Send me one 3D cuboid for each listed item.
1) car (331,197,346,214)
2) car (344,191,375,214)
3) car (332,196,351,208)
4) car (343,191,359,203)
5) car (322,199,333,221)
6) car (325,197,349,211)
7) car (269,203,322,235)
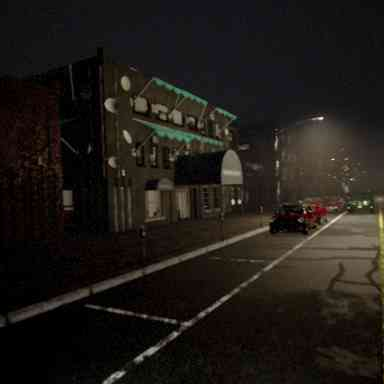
[{"bbox_3d":[13.804,1.398,32.956,1.802,1.307,4.206,-3,-1,29],"label":"car"},{"bbox_3d":[16.250,0.947,31.950,2.150,2.045,5.566,-2,-1,30],"label":"car"},{"bbox_3d":[19.237,1.297,42.632,1.802,1.307,4.206,-3,-1,29],"label":"car"},{"bbox_3d":[27.375,0.877,57.148,2.192,1.841,5.009,-3,-1,29],"label":"car"},{"bbox_3d":[8.370,1.462,23.282,1.887,1.381,4.507,-3,-1,29],"label":"car"},{"bbox_3d":[16.519,1.316,37.794,2.008,1.369,4.403,-3,-1,29],"label":"car"},{"bbox_3d":[5.648,1.408,18.446,1.967,1.590,4.097,-3,-1,29],"label":"car"}]
